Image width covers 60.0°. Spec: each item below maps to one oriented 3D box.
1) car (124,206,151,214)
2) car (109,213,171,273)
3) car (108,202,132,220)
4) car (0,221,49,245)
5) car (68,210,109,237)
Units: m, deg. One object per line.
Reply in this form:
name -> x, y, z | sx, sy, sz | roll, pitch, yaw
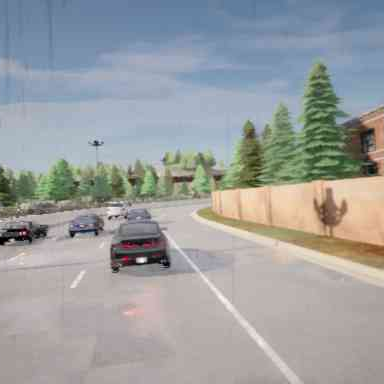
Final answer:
car -> -4.666, 2.183, 29.859 | 1.994, 1.385, 4.181 | -3, -1, -6
car -> -1.873, 1.753, 11.922 | 1.837, 1.490, 4.892 | -3, -1, -10
car -> -8.666, 2.197, 40.418 | 2.150, 2.045, 5.566 | -3, 0, 0
car -> -10.475, 2.454, 20.827 | 1.895, 1.301, 4.718 | -3, -1, -9
car -> -7.359, 2.250, 23.478 | 2.033, 1.411, 5.357 | -3, -1, -9
